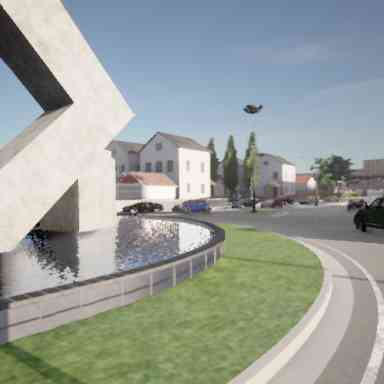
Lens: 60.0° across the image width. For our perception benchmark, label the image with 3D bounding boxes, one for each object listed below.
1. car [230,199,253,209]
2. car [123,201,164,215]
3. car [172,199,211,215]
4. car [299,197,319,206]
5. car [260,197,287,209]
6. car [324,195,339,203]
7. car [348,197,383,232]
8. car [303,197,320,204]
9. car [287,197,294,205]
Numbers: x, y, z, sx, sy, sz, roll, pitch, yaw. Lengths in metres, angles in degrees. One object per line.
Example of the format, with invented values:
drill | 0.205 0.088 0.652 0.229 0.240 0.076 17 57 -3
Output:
car | 7.696 1.790 50.005 1.837 1.490 4.892 -1 0 42
car | -5.764 1.872 39.681 4.892 1.490 1.837 0 1 -24
car | -0.093 1.645 38.805 4.553 1.767 2.097 0 -1 -35
car | 21.622 1.757 61.811 2.033 1.411 5.357 -1 -1 38
car | 11.836 1.758 49.395 1.812 1.442 4.674 -1 0 39
car | 30.948 1.545 73.891 2.097 1.767 4.553 -1 -1 38
car | 10.620 1.231 17.348 2.150 2.045 5.566 -1 0 2
car | 26.810 1.782 74.252 2.033 1.411 5.357 -1 -1 38
car | 17.468 1.739 62.165 1.882 1.535 5.008 -1 0 38
